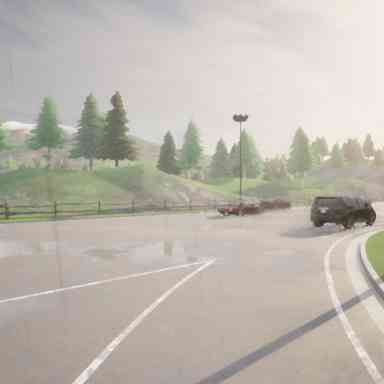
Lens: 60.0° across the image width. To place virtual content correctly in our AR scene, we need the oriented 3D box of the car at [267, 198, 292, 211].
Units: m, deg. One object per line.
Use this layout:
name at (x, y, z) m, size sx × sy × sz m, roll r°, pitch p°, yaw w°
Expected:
car at (10.344, 1.475, 40.621) m, size 5.008 × 1.535 × 1.882 m, roll 0°, pitch 0°, yaw -42°

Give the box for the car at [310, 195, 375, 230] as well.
car at (9.665, 1.220, 21.210) m, size 5.566 × 2.045 × 2.150 m, roll 0°, pitch 0°, yaw -42°

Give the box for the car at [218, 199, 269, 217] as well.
car at (4.667, 1.599, 30.831) m, size 4.718 × 1.301 × 1.895 m, roll 0°, pitch 0°, yaw -42°

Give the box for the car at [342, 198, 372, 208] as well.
car at (23.820, 1.544, 48.003) m, size 5.357 × 1.411 × 2.033 m, roll 0°, pitch 0°, yaw -42°

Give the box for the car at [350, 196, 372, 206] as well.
car at (29.255, 1.522, 57.563) m, size 4.674 × 1.442 × 1.812 m, roll 0°, pitch 0°, yaw -42°
